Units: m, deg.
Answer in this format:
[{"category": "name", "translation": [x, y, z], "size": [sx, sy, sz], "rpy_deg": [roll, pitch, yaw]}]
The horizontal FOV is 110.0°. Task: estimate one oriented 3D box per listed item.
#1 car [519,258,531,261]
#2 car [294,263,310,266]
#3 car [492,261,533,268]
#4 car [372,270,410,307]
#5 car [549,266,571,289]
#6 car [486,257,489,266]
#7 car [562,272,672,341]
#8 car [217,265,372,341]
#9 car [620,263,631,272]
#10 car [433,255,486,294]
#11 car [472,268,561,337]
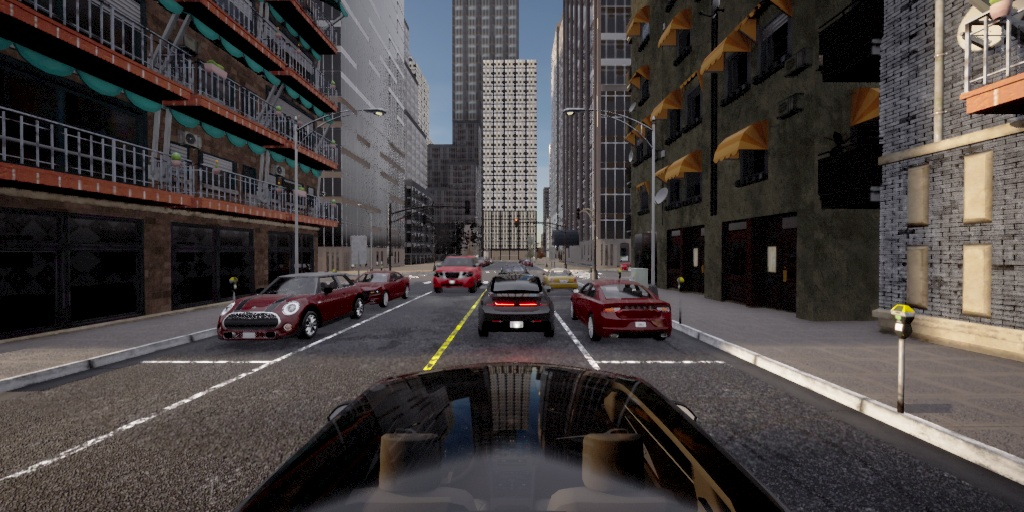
[{"category": "car", "translation": [2.745, 1.185, 64.293], "size": [1.967, 1.591, 4.097], "rpy_deg": [0, 0, 0]}, {"category": "car", "translation": [-23.801, 1.494, 39.612], "size": [4.097, 1.591, 1.967], "rpy_deg": [0, 0, 0]}, {"category": "car", "translation": [0.115, 1.239, 20.405], "size": [2.128, 1.511, 4.902], "rpy_deg": [0, 0, 0]}, {"category": "car", "translation": [-5.680, 1.293, 15.265], "size": [1.888, 1.381, 4.507], "rpy_deg": [0, 0, 0]}, {"category": "car", "translation": [2.706, 1.272, 20.937], "size": [1.751, 1.417, 4.829], "rpy_deg": [0, 0, 0]}, {"category": "car", "translation": [-5.635, 1.291, 64.302], "size": [1.888, 1.381, 4.507], "rpy_deg": [0, 0, 0]}, {"category": "car", "translation": [2.697, 1.294, 9.720], "size": [1.888, 1.381, 4.507], "rpy_deg": [0, 0, 0]}, {"category": "car", "translation": [-5.685, 1.188, 9.742], "size": [1.967, 1.591, 4.097], "rpy_deg": [0, 0, 0]}, {"category": "car", "translation": [14.297, 1.005, 39.899], "size": [4.507, 1.381, 1.888], "rpy_deg": [0, 0, 0]}, {"category": "car", "translation": [-2.997, 0.973, 20.772], "size": [2.150, 2.045, 5.566], "rpy_deg": [0, 0, 0]}, {"category": "car", "translation": [0.107, 1.253, 10.272], "size": [1.837, 1.490, 4.892], "rpy_deg": [0, 0, 0]}]
